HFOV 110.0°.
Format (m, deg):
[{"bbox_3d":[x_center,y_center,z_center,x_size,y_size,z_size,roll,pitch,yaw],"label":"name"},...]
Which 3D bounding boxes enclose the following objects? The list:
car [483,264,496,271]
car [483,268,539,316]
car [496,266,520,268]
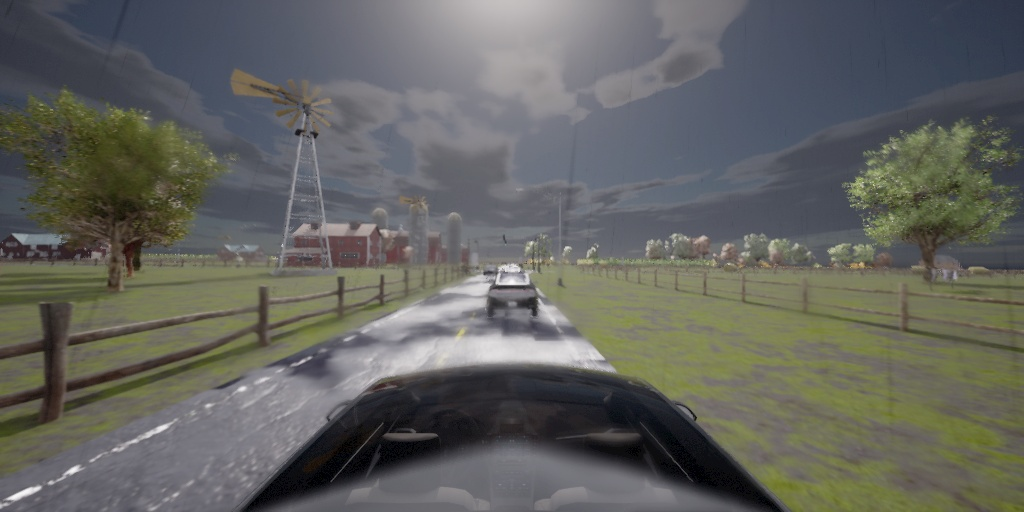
[{"bbox_3d":[-2.804,1.891,47.957,1.837,1.490,4.892,0,-1,1],"label":"car"},{"bbox_3d":[0.043,1.412,14.208,2.128,1.511,4.902,0,-1,0],"label":"car"},{"bbox_3d":[0.040,1.618,29.213,2.128,1.511,4.902,0,-1,0],"label":"car"}]
